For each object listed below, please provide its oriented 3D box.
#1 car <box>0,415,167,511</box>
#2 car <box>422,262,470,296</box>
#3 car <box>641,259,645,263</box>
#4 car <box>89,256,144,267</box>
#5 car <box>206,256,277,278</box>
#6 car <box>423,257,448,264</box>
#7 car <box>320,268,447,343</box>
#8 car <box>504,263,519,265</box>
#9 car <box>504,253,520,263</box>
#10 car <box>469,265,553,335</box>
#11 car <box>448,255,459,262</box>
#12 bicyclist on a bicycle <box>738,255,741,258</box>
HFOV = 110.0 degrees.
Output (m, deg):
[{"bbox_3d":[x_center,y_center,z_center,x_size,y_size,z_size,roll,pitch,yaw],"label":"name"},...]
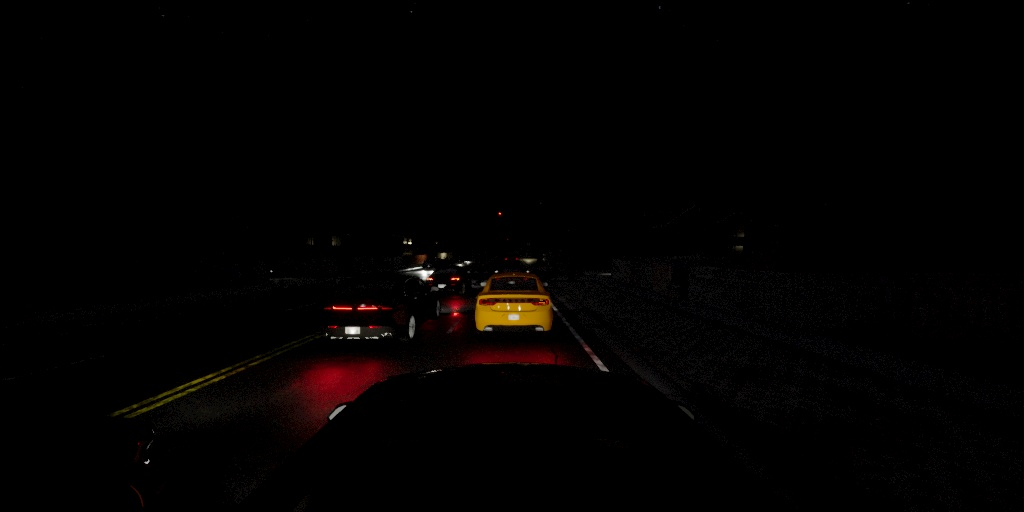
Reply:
[{"bbox_3d":[-3.149,1.228,0.205,1.882,1.535,5.008,0,0,0],"label":"car"},{"bbox_3d":[-3.248,1.212,18.924,1.812,1.442,4.674,0,0,1],"label":"car"},{"bbox_3d":[12.793,1.011,34.544,5.357,1.411,2.033,-1,1,-6],"label":"car"},{"bbox_3d":[-34.372,1.061,31.806,5.566,2.045,2.150,0,1,4],"label":"car"},{"bbox_3d":[-23.643,0.992,31.204,5.566,2.045,2.150,0,1,2],"label":"car"},{"bbox_3d":[-9.919,0.932,45.183,2.128,1.511,4.902,0,1,0],"label":"car"},{"bbox_3d":[-3.190,1.239,9.615,1.837,1.490,4.892,0,0,0],"label":"car"},{"bbox_3d":[0.008,1.247,19.388,1.994,1.385,4.181,0,0,1],"label":"car"},{"bbox_3d":[-0.022,0.573,53.768,2.150,2.045,5.566,0,1,0],"label":"car"},{"bbox_3d":[0.062,1.209,10.499,1.882,1.535,5.008,0,0,0],"label":"car"},{"bbox_3d":[-9.932,0.894,55.175,1.994,1.385,4.181,0,1,0],"label":"car"},{"bbox_3d":[18.405,0.782,28.817,0.582,1.620,1.656,0,0,-2],"label":"bicyclist on a bicycle"}]
